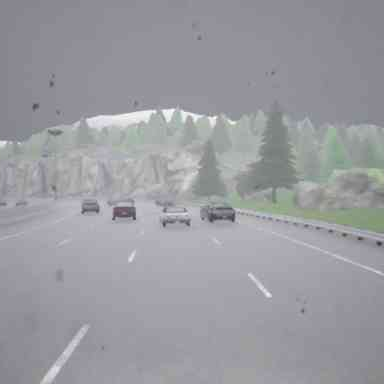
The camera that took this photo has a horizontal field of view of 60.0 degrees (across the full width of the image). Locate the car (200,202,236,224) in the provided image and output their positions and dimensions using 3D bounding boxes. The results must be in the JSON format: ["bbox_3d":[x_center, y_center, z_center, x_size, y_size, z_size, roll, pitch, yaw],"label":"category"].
[{"bbox_3d":[1.830,1.487,24.920,2.128,1.511,4.902,0,0,-9],"label":"car"}]

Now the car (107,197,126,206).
[{"bbox_3d":[-13.329,1.765,57.004,2.033,1.411,5.357,-1,0,-24],"label":"car"}]

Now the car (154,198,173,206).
[{"bbox_3d":[-4.540,1.647,53.233,2.033,1.411,5.357,-1,0,-22],"label":"car"}]

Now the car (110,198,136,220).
[{"bbox_3d":[-6.022,1.579,29.600,1.882,1.535,5.008,0,0,-12],"label":"car"}]

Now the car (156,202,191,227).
[{"bbox_3d":[-1.307,1.636,23.523,1.895,1.301,4.718,-1,0,-9],"label":"car"}]

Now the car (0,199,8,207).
[{"bbox_3d":[-35.762,2.016,62.732,1.837,1.490,4.892,-1,0,-27],"label":"car"}]

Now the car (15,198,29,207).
[{"bbox_3d":[-30.381,1.938,59.599,1.837,1.490,4.892,0,0,-24],"label":"car"}]

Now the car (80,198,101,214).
[{"bbox_3d":[-11.788,1.675,38.846,2.128,1.511,4.902,0,0,-15],"label":"car"}]

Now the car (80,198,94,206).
[{"bbox_3d":[-19.269,1.802,60.806,1.837,1.490,4.892,1,-1,-24],"label":"car"}]
